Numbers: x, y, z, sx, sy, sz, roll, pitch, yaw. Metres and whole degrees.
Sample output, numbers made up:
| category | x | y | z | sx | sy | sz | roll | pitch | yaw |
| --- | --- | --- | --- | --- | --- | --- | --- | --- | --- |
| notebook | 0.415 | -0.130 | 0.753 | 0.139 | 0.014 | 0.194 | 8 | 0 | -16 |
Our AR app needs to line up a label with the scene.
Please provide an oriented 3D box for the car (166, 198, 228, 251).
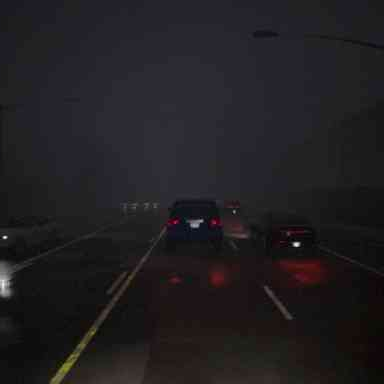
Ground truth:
| category | x | y | z | sx | sy | sz | roll | pitch | yaw |
| --- | --- | --- | --- | --- | --- | --- | --- | --- | --- |
| car | 0.105 | 1.248 | 14.351 | 2.150 | 2.045 | 5.566 | 0 | 0 | 0 |

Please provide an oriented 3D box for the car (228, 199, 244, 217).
| category | x | y | z | sx | sy | sz | roll | pitch | yaw |
| --- | --- | --- | --- | --- | --- | --- | --- | --- | --- |
| car | 3.611 | 1.420 | 30.719 | 1.837 | 1.490 | 4.892 | 0 | 0 | 0 |

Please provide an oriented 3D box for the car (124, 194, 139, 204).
| category | x | y | z | sx | sy | sz | roll | pitch | yaw |
| --- | --- | --- | --- | --- | --- | --- | --- | --- | --- |
| car | -10.529 | 1.214 | 57.942 | 1.837 | 1.490 | 4.892 | 0 | 0 | 0 |

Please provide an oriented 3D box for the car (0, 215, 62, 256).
| category | x | y | z | sx | sy | sz | roll | pitch | yaw |
| --- | --- | --- | --- | --- | --- | --- | --- | --- | --- |
| car | -7.094 | 1.631 | 13.515 | 1.895 | 1.301 | 4.718 | 0 | 0 | 0 |

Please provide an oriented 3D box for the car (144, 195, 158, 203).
| category | x | y | z | sx | sy | sz | roll | pitch | yaw |
| --- | --- | --- | --- | --- | --- | --- | --- | --- | --- |
| car | -7.028 | 1.232 | 58.364 | 1.812 | 1.442 | 4.674 | 0 | 0 | 0 |

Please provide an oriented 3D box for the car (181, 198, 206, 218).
| category | x | y | z | sx | sy | sz | roll | pitch | yaw |
| --- | --- | --- | --- | --- | --- | --- | --- | --- | --- |
| car | 0.111 | 1.407 | 30.671 | 2.128 | 1.511 | 4.902 | 0 | 0 | 0 |

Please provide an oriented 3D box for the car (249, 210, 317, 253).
| category | x | y | z | sx | sy | sz | roll | pitch | yaw |
| --- | --- | --- | --- | --- | --- | --- | --- | --- | --- |
| car | 3.602 | 1.534 | 13.871 | 1.837 | 1.490 | 4.892 | 0 | 0 | 0 |
